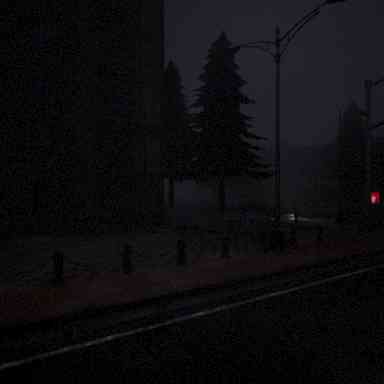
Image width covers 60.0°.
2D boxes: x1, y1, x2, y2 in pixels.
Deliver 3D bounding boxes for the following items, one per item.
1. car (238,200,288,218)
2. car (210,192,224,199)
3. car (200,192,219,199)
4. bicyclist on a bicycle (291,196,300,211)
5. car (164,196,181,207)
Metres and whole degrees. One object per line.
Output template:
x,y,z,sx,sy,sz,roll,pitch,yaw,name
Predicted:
6.497,1.488,30.693,1.882,1.535,5.008,0,0,-37,car
7.161,1.079,94.470,1.905,1.878,3.866,0,0,-37,car
5.073,1.101,92.407,1.932,1.855,4.605,0,0,-37,car
11.403,1.310,36.604,1.656,1.620,0.582,0,0,-37,bicyclist on a bicycle
-3.666,1.611,50.411,1.895,1.301,4.718,0,0,-34,car
